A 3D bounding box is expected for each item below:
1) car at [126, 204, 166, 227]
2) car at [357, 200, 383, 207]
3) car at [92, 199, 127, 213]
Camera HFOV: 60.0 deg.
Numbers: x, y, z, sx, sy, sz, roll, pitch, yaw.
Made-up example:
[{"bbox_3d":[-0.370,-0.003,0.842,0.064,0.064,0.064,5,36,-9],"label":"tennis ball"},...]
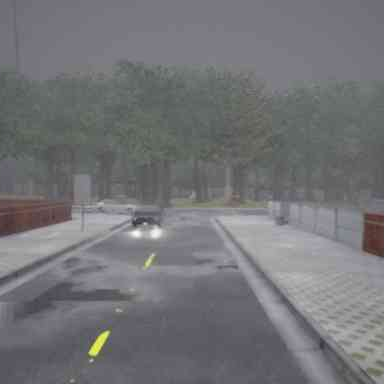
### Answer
[{"bbox_3d":[-2.781,1.520,22.601,2.033,1.411,5.357,0,0,1],"label":"car"},{"bbox_3d":[18.884,1.542,33.020,4.902,1.511,2.128,0,1,0],"label":"car"},{"bbox_3d":[-7.524,1.458,33.100,4.674,1.442,1.812,2,1,0],"label":"car"}]
